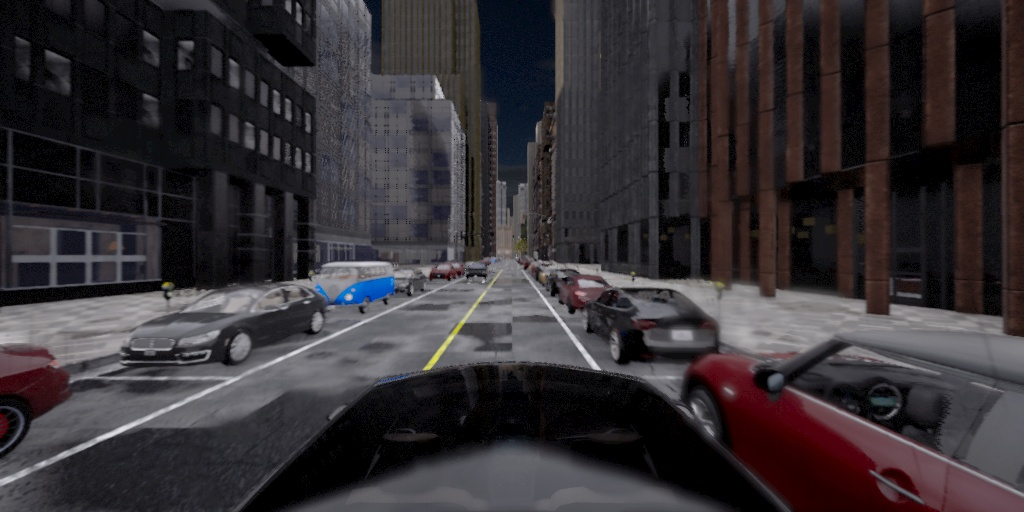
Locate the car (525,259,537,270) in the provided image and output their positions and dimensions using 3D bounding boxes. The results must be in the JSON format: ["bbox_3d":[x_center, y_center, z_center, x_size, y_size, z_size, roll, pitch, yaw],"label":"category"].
[{"bbox_3d":[2.768,1.344,41.891,1.751,1.417,4.829,0,0,0],"label":"car"}]

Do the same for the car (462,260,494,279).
[{"bbox_3d":[-3.095,1.349,33.130,2.033,1.411,5.357,0,0,0],"label":"car"}]

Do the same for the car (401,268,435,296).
[{"bbox_3d":[-5.760,1.326,19.160,2.007,1.370,4.403,0,0,0],"label":"car"}]

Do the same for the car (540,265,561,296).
[{"bbox_3d":[2.765,1.341,19.176,1.948,1.339,4.313,0,0,0],"label":"car"}]

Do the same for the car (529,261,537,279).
[{"bbox_3d":[2.766,1.361,30.449,1.948,1.339,4.313,0,0,0],"label":"car"}]

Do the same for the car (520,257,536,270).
[{"bbox_3d":[2.769,1.158,52.994,2.192,1.841,5.009,0,0,0],"label":"car"}]

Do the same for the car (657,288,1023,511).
[{"bbox_3d":[2.763,1.191,2.266,1.967,1.591,4.097,0,0,0],"label":"car"}]

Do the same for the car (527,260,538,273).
[{"bbox_3d":[2.767,1.352,36.085,1.888,1.381,4.507,0,0,0],"label":"car"}]

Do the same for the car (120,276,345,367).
[{"bbox_3d":[-5.762,1.309,7.888,2.007,1.370,4.403,0,0,0],"label":"car"}]

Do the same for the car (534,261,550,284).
[{"bbox_3d":[2.766,1.310,24.982,1.751,1.417,4.829,0,0,0],"label":"car"}]

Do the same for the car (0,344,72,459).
[{"bbox_3d":[-5.762,1.333,2.251,1.802,1.307,4.207,0,0,0],"label":"car"}]

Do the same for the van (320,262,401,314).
[{"bbox_3d":[-5.761,1.107,13.524,1.690,1.789,3.998,0,0,0],"label":"van"}]

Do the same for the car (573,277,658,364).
[{"bbox_3d":[2.764,1.324,7.903,1.948,1.339,4.313,0,0,0],"label":"car"}]

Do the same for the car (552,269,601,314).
[{"bbox_3d":[2.764,1.348,13.539,1.802,1.307,4.207,0,0,0],"label":"car"}]

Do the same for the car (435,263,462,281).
[{"bbox_3d":[-5.759,1.341,30.432,1.888,1.381,4.507,0,0,0],"label":"car"}]
